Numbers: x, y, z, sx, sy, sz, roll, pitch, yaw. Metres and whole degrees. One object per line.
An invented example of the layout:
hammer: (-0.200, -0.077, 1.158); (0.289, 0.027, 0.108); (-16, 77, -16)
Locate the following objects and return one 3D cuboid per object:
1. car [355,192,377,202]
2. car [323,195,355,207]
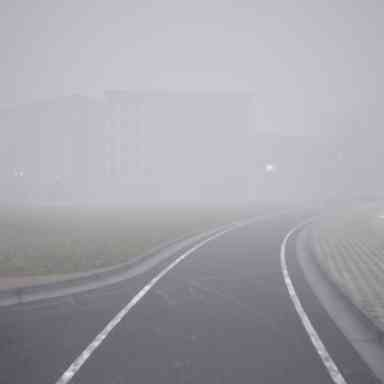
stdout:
car: (25.193, 0.711, 48.528); (4.674, 1.442, 1.812); (-2, 3, -40)
car: (18.058, 1.077, 41.232); (1.895, 1.301, 4.718); (2, 3, 43)
